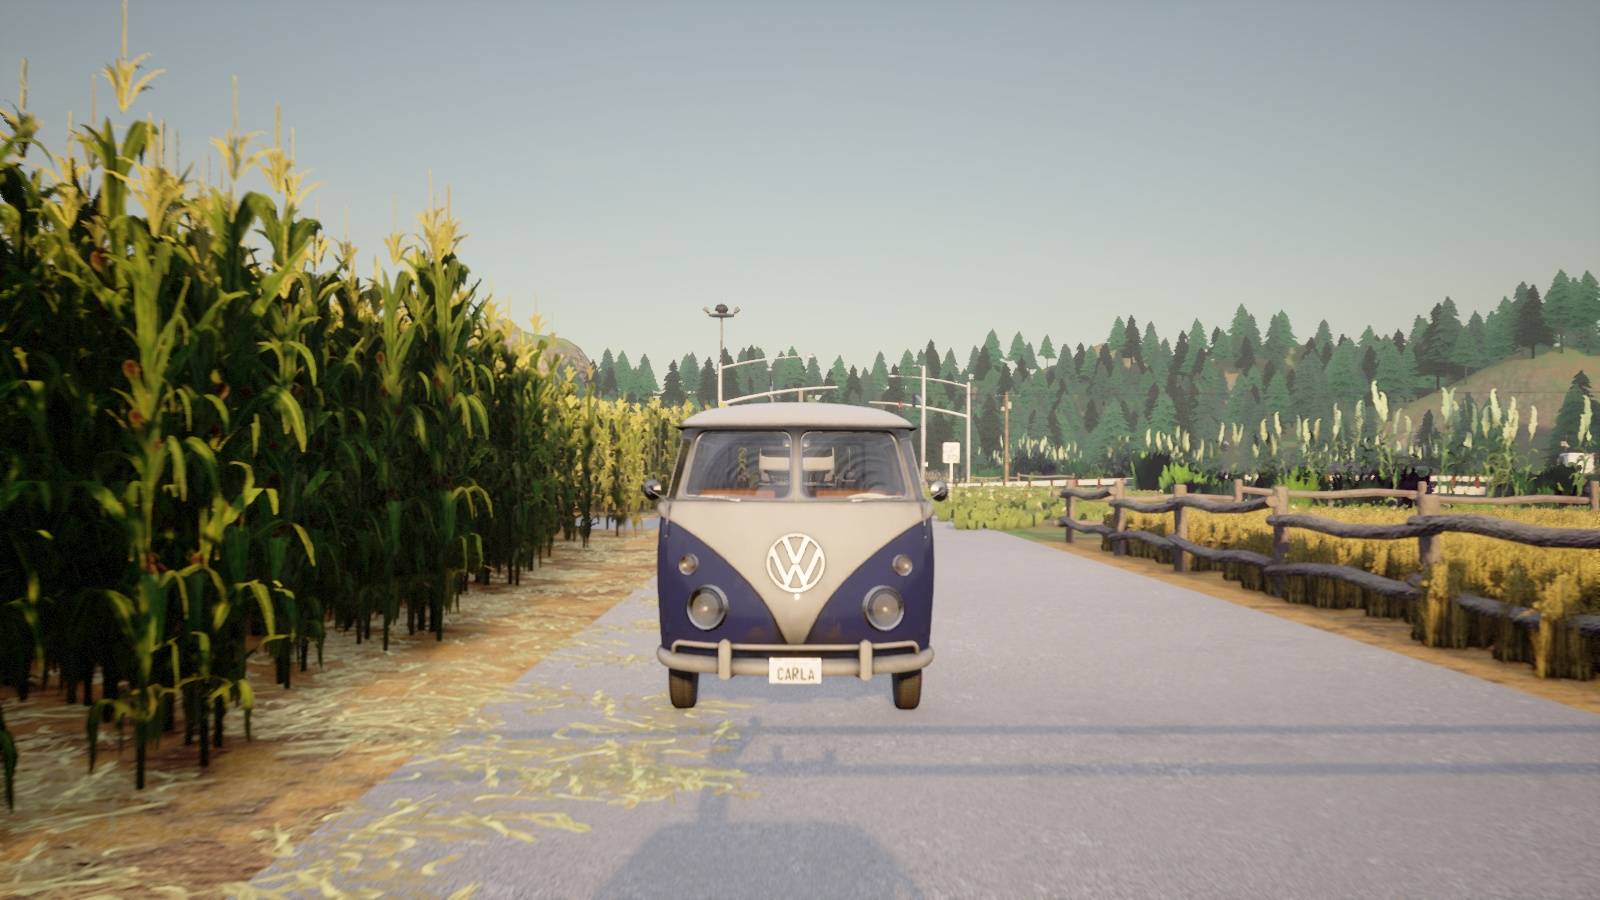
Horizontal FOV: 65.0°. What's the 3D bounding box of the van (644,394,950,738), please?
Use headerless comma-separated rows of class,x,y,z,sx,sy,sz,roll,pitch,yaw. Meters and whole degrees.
van,-0.024,0.709,9.517,1.775,1.987,4.442,0,-1,0

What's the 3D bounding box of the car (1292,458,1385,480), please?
car,36.108,1.272,84.289,5.357,1.411,2.033,0,-1,8

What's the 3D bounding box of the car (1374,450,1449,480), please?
car,39.092,0.973,80.359,3.866,1.878,1.905,0,-1,8
